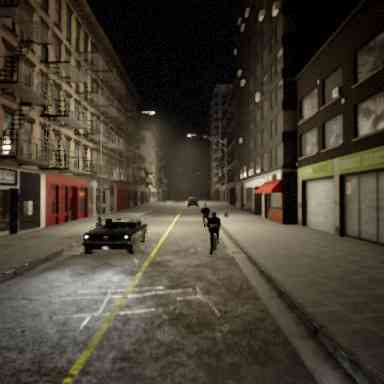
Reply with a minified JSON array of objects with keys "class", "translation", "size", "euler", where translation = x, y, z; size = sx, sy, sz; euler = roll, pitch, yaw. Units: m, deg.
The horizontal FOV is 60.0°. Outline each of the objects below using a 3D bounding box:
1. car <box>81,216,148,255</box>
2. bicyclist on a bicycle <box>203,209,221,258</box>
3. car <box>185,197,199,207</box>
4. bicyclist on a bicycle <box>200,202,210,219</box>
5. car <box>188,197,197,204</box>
[{"class":"car","translation":[-3.086,1.719,14.122],"size":[1.895,1.301,4.718],"euler":[0,0,0]},{"class":"bicyclist on a bicycle","translation":[0.838,1.558,12.408],"size":[0.582,1.620,1.656],"euler":[0,-1,0]},{"class":"car","translation":[0.163,1.904,59.511],"size":[1.812,1.442,4.674],"euler":[0,0,0]},{"class":"bicyclist on a bicycle","translation":[0.848,1.540,21.177],"size":[0.659,1.776,1.843],"euler":[0,0,0]},{"class":"car","translation":[0.080,1.934,76.336],"size":[1.882,1.535,5.008],"euler":[0,0,0]}]
